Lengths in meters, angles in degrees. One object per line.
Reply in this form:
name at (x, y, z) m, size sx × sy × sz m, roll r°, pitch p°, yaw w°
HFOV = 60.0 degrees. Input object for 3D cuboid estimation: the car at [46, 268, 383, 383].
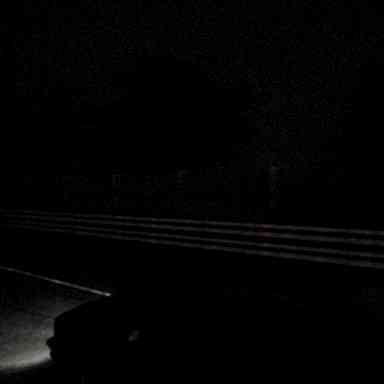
car at (0.818, 1.551, 3.283) m, size 5.357 × 1.411 × 2.033 m, roll 0°, pitch 0°, yaw 35°
